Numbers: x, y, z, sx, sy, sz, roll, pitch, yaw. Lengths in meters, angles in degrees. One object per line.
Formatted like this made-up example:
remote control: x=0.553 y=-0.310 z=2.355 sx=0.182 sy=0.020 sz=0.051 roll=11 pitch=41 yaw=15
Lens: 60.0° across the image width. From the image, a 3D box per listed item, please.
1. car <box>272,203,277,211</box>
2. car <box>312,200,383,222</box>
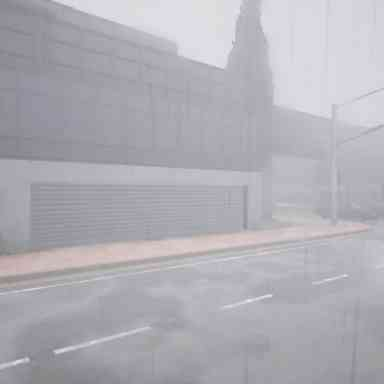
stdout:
car: x=7.665 y=1.489 z=38.923 sx=2.128 sy=1.511 sz=4.902 roll=0 pitch=0 yaw=-37
car: x=12.369 y=1.546 z=26.636 sx=2.033 sy=1.411 sz=5.357 roll=0 pitch=0 yaw=-35
